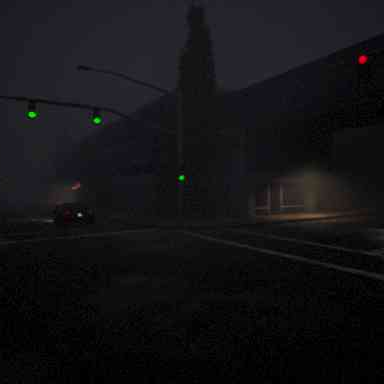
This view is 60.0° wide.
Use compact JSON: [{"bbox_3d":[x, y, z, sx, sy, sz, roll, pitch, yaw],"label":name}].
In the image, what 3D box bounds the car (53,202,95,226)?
[{"bbox_3d":[-7.706,1.327,21.479,1.994,1.385,4.181,-1,1,-31],"label":"car"}]
